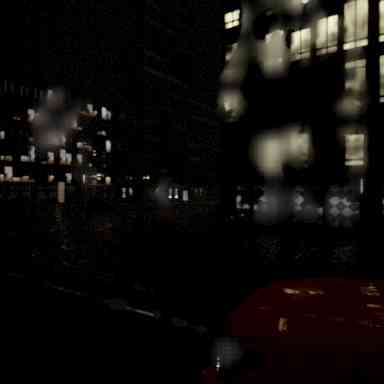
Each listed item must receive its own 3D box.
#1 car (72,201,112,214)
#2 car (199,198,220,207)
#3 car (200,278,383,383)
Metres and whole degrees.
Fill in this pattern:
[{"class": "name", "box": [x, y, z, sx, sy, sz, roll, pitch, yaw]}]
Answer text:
[{"class": "car", "box": [-10.761, 1.638, 36.014, 1.994, 1.385, 4.181, 1, 0, 37]}, {"class": "car", "box": [3.032, 1.704, 54.443, 1.812, 1.442, 4.674, 1, 0, 37]}, {"class": "car", "box": [2.722, 1.225, 1.742, 5.566, 2.045, 2.150, 0, 0, 35]}]
